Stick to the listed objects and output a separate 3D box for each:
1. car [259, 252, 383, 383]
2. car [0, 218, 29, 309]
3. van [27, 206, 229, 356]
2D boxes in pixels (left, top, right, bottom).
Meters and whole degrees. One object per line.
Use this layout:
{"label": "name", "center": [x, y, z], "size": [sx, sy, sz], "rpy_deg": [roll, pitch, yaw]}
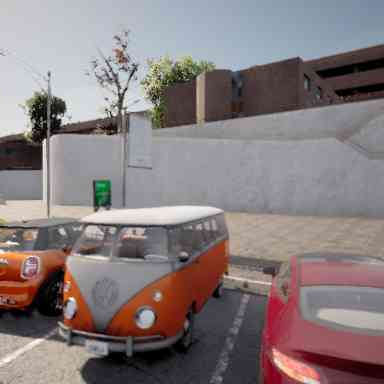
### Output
{"label": "car", "center": [1.926, 1.533, 4.417], "size": [2.002, 1.452, 4.674], "rpy_deg": [0, -1, 15]}
{"label": "car", "center": [-2.944, 1.369, 7.853], "size": [2.185, 1.767, 4.553], "rpy_deg": [0, -1, 15]}
{"label": "van", "center": [-0.522, 1.271, 6.035], "size": [1.878, 1.987, 4.442], "rpy_deg": [1, -1, 15]}
